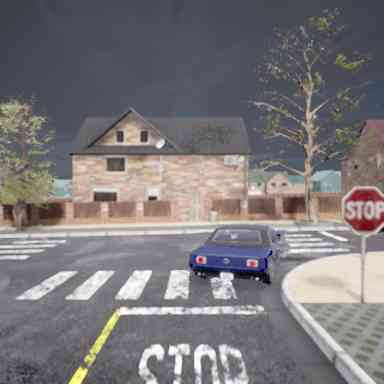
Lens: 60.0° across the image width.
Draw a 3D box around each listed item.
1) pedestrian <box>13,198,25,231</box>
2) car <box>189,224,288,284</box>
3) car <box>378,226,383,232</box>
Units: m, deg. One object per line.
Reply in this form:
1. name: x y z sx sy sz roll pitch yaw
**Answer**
1. pedestrian: -9.640 1.245 18.408 0.375 1.860 0.375 0 2 0
2. car: 1.602 1.573 9.667 1.895 1.301 4.718 -1 1 21
3. car: 10.566 1.150 15.491 5.008 1.535 1.882 -1 1 -1
